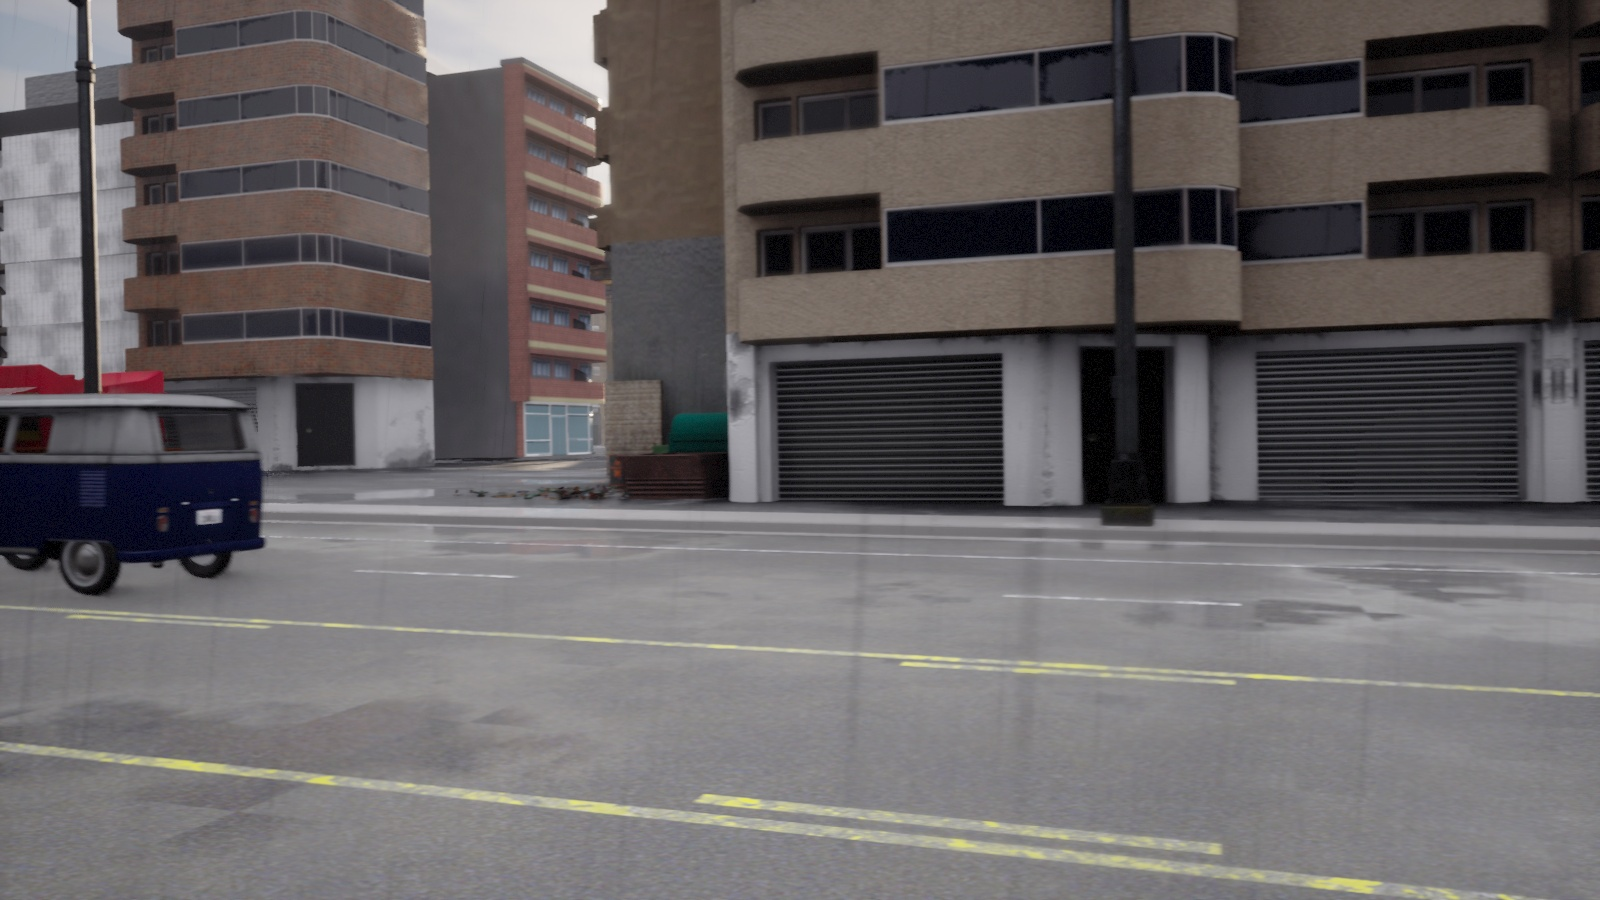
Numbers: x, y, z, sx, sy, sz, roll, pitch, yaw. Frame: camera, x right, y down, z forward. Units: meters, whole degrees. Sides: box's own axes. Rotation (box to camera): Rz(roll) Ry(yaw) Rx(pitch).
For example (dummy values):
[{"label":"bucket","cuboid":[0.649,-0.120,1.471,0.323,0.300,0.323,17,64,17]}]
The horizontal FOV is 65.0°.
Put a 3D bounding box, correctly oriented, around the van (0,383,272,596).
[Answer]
[{"label":"van","cuboid":[-8.025,0.338,13.275,4.442,1.987,1.775,1,1,19]}]
